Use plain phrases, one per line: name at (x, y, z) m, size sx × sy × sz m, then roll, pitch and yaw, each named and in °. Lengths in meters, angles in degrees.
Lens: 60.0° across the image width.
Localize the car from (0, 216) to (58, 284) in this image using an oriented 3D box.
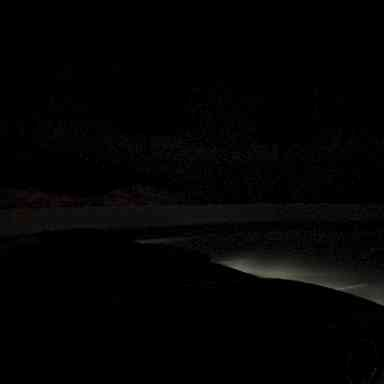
car at (-6.263, 1.471, 7.972) m, size 5.357 × 1.411 × 2.033 m, roll 0°, pitch 0°, yaw -35°

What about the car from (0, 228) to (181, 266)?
car at (-1.888, 1.428, 6.296) m, size 5.008 × 1.535 × 1.882 m, roll 0°, pitch 0°, yaw -33°

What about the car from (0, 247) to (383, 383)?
car at (0.025, 1.523, 3.566) m, size 5.357 × 1.411 × 2.033 m, roll 0°, pitch 0°, yaw -31°
